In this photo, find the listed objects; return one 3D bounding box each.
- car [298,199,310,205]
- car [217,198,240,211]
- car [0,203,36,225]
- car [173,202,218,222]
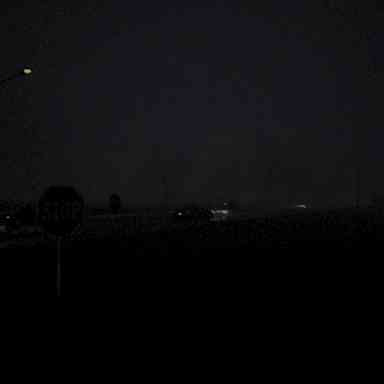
[{"bbox_3d":[26.222,2.336,77.844,2.128,1.511,4.902,1,0,36],"label":"car"},{"bbox_3d":[5.119,1.693,48.564,2.097,1.767,4.553,1,0,36],"label":"car"},{"bbox_3d":[-11.943,1.620,24.904,1.837,1.490,4.892,1,1,36],"label":"car"},{"bbox_3d":[0.169,1.850,29.730,1.994,1.385,4.181,1,0,36],"label":"car"}]
